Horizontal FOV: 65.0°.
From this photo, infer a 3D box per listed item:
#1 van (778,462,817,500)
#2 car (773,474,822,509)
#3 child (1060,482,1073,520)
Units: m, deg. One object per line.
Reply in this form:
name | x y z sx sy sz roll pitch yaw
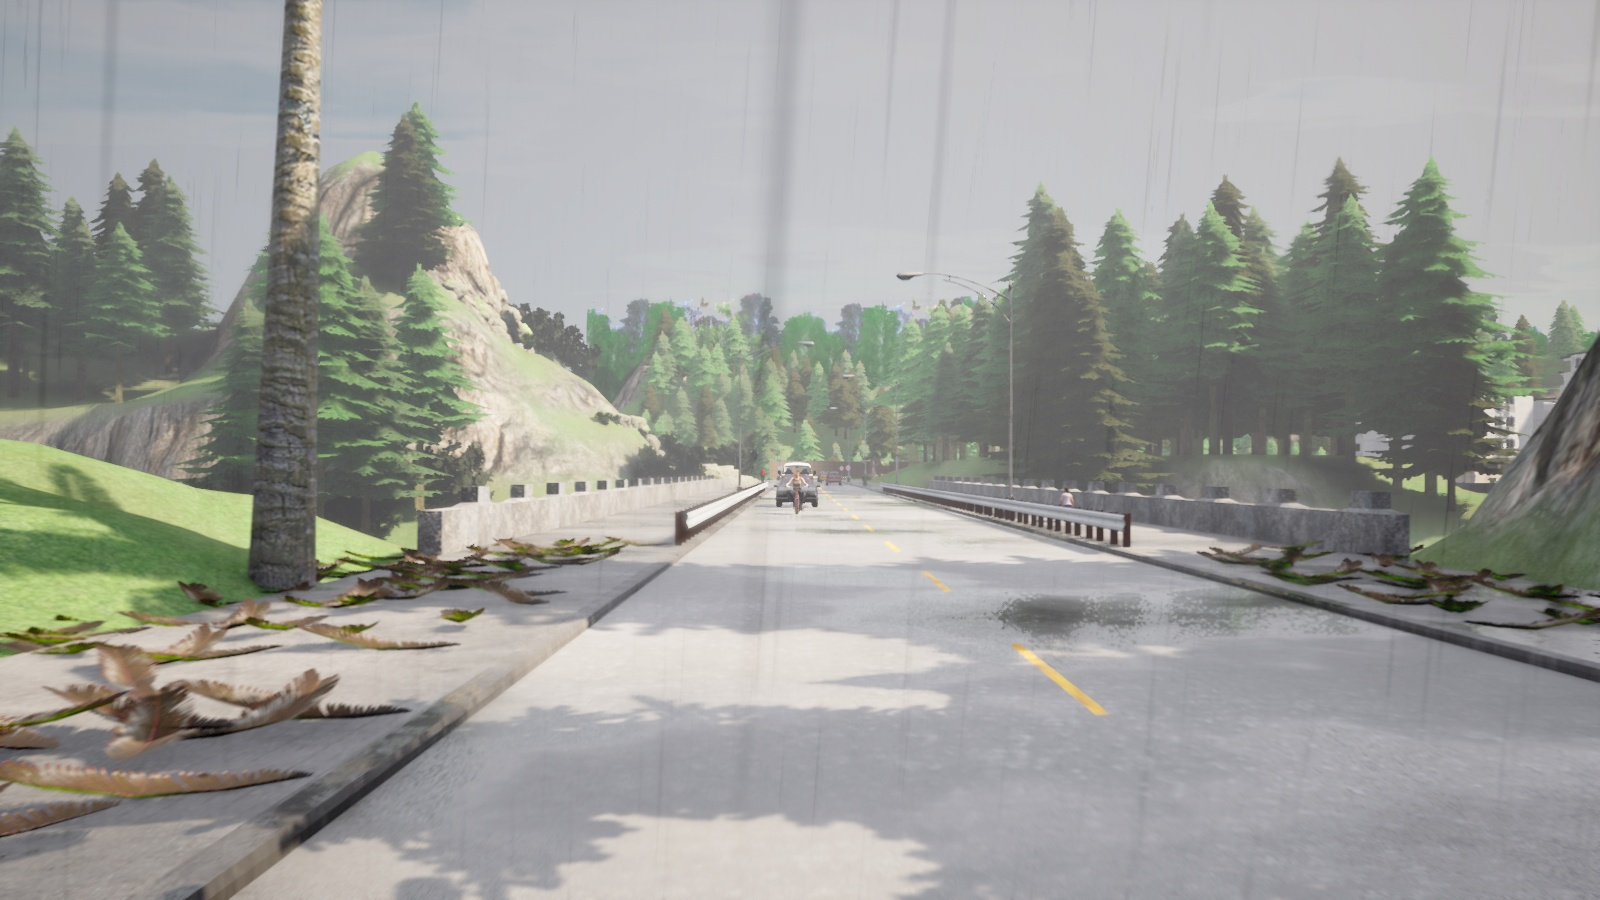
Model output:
van | -0.150 1.708 69.654 2.069 2.038 4.480 0 -1 0
car | -0.118 1.788 55.315 2.033 1.411 5.357 0 -1 0
child | 7.825 1.490 36.853 0.255 1.110 0.394 0 -1 -3
